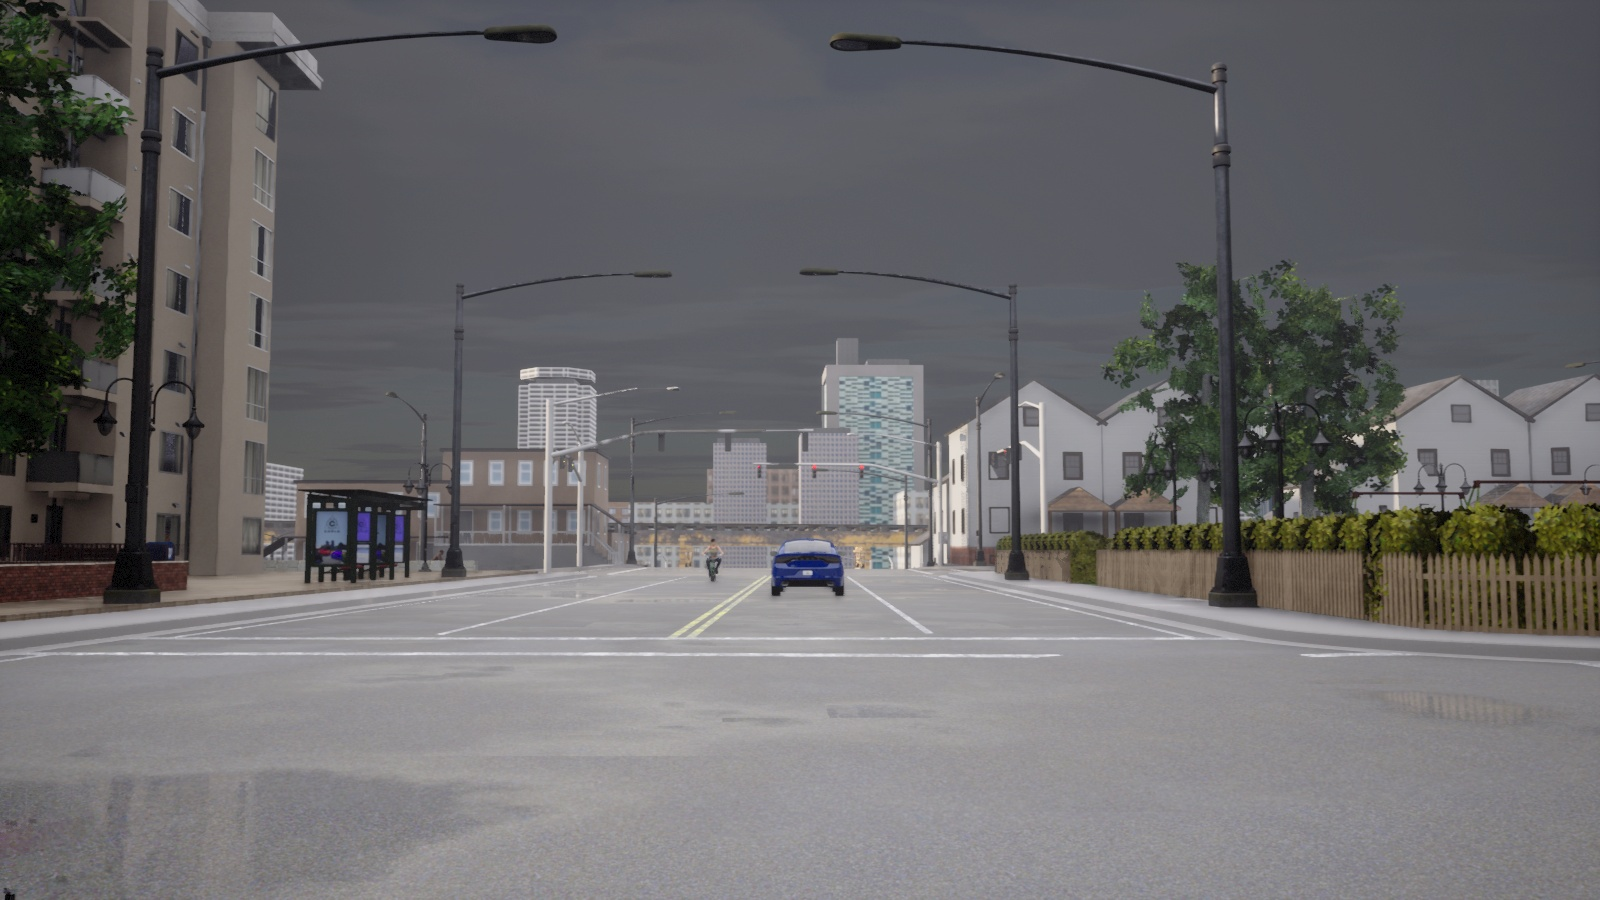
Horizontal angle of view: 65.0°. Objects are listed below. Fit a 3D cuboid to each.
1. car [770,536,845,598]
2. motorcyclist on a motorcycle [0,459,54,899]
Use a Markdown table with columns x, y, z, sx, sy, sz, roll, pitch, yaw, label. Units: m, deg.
| x | y | z | sx | sy | sz | roll | pitch | yaw | label |
| --- | --- | --- | --- | --- | --- | --- | --- | --- | --- |
| 0.208 | 3.153 | 34.242 | 1.882 | 1.535 | 5.008 | 0 | -5 | 0 | car |
| -2.792 | 0.790 | 2.271 | 0.766 | 1.649 | 2.350 | 0 | -3 | 28 | motorcyclist on a motorcycle |
